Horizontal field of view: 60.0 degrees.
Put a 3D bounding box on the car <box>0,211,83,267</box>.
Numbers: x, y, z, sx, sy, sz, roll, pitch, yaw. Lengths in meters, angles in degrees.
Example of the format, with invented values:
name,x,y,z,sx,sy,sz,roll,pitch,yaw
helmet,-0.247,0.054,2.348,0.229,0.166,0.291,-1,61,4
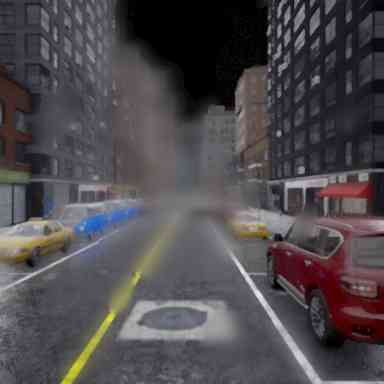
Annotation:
name,x,y,z,sx,sy,sz,roll,pitch,yaw
car,-5.673,1.637,11.856,1.752,1.417,4.829,-1,-1,0

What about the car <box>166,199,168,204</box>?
name,x,y,z,sx,sy,sz,roll,pitch,yaw
car,-5.658,2.088,56.710,1.802,1.307,4.206,-1,0,0

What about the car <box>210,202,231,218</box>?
name,x,y,z,sx,sy,sz,roll,pitch,yaw
car,2.868,1.839,34.536,1.752,1.417,4.829,-1,-1,0

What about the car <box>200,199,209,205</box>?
name,x,y,z,sx,sy,sz,roll,pitch,yaw
car,2.893,2.255,79.051,1.947,1.339,4.313,-1,0,0

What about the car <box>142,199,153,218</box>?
name,x,y,z,sx,sy,sz,roll,pitch,yaw
car,-5.668,1.628,34.371,2.192,1.841,5.009,-1,-1,0

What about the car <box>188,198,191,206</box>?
name,x,y,z,sx,sy,sz,roll,pitch,yaw
car,0.850,1.788,48.557,2.097,1.767,4.553,0,0,-1

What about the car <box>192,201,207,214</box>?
name,x,y,z,sx,sy,sz,roll,pitch,yaw
car,0.913,1.890,42.594,1.837,1.490,4.892,0,-1,0

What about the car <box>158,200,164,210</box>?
name,x,y,z,sx,sy,sz,roll,pitch,yaw
car,-5.661,1.898,51.126,1.967,1.590,4.097,-1,0,0

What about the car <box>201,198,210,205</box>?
name,x,y,z,sx,sy,sz,roll,pitch,yaw
car,2.890,2.171,73.635,1.752,1.417,4.829,-1,0,0

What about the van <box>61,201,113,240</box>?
name,x,y,z,sx,sy,sz,roll,pitch,yaw
van,-5.673,1.505,17.613,1.690,1.788,3.998,-1,-1,0

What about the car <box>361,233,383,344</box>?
name,x,y,z,sx,sy,sz,roll,pitch,yaw
car,2.847,1.324,0.854,2.192,1.841,5.009,-1,-1,0

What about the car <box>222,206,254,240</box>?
name,x,y,z,sx,sy,sz,roll,pitch,yaw
car,2.859,1.690,17.779,1.752,1.417,4.829,-1,-1,0

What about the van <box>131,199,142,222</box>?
name,x,y,z,sx,sy,sz,roll,pitch,yaw
van,-5.669,1.605,28.785,1.690,1.788,3.998,-1,-1,0

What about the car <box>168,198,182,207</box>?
name,x,y,z,sx,sy,sz,roll,pitch,yaw
car,-2.998,1.931,65.401,2.097,1.767,4.553,0,0,0

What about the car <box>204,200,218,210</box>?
name,x,y,z,sx,sy,sz,roll,pitch,yaw
car,2.878,2.009,51.123,2.008,1.369,4.403,-1,0,0

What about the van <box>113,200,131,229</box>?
name,x,y,z,sx,sy,sz,roll,pitch,yaw
van,-5.671,1.555,23.199,1.690,1.788,3.998,-1,-1,0

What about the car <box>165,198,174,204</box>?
name,x,y,z,sx,sy,sz,roll,pitch,yaw
car,-5.649,2.279,84.638,1.887,1.381,4.507,-1,0,0

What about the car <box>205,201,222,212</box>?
name,x,y,z,sx,sy,sz,roll,pitch,yaw
car,2.874,1.976,45.537,1.947,1.339,4.313,-1,0,0

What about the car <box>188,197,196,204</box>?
name,x,y,z,sx,sy,sz,roll,pitch,yaw
car,0.026,2.150,83.770,1.882,1.535,5.008,0,0,0

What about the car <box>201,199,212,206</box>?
name,x,y,z,sx,sy,sz,roll,pitch,yaw
car,2.887,2.150,67.879,2.008,1.369,4.403,-1,0,0

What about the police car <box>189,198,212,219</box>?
name,x,y,z,sx,sy,sz,roll,pitch,yaw
police car,0.910,1.723,32.704,1.930,1.638,5.238,0,-1,0

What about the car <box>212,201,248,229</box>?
name,x,y,z,sx,sy,sz,roll,pitch,yaw
car,2.859,1.529,23.196,2.192,1.841,5.009,-1,-1,0

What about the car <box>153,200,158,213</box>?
name,x,y,z,sx,sy,sz,roll,pitch,yaw
car,-5.665,1.801,39.955,1.967,1.590,4.097,-1,-1,0

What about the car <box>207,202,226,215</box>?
name,x,y,z,sx,sy,sz,roll,pitch,yaw
car,2.871,1.927,39.951,1.947,1.339,4.313,-1,0,0

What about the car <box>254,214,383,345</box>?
name,x,y,z,sx,sy,sz,roll,pitch,yaw
car,2.850,1.376,6.440,2.192,1.841,5.009,-1,-1,0
